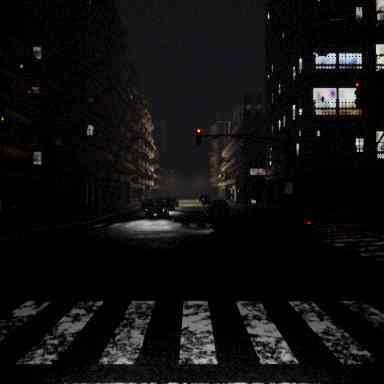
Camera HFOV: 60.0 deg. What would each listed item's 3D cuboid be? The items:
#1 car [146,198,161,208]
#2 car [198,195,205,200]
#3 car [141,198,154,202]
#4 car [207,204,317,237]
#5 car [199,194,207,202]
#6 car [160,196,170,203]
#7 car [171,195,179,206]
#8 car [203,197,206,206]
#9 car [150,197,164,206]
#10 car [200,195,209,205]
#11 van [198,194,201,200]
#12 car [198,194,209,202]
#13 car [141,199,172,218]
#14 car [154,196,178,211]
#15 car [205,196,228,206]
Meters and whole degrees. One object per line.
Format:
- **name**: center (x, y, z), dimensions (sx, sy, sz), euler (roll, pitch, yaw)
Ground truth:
- **car**: center (-5.720, 1.594, 49.651), dimensions (1.802, 1.307, 4.206), euler (0, 0, 0)
- **car**: center (2.631, 1.586, 93.929), dimensions (1.887, 1.381, 4.507), euler (0, 0, 0)
- **car**: center (-5.717, 1.561, 44.116), dimensions (2.008, 1.369, 4.403), euler (0, 0, 0)
- **car**: center (3.775, 1.535, 17.704), dimensions (5.357, 1.411, 2.033), euler (-1, 0, 27)
- **car**: center (2.653, 1.599, 60.724), dimensions (1.802, 1.307, 4.206), euler (0, 0, 0)
- **car**: center (-5.735, 1.569, 71.787), dimensions (1.887, 1.381, 4.507), euler (0, 0, 0)
- **car**: center (-3.122, 1.364, 50.217), dimensions (2.097, 1.767, 4.553), euler (0, 0, 0)
- **car**: center (2.667, 1.559, 38.587), dimensions (2.008, 1.369, 4.403), euler (0, 0, 0)
- **car**: center (-5.724, 1.580, 55.186), dimensions (1.947, 1.339, 4.313), euler (0, 0, 0)
- **car**: center (2.657, 1.596, 55.190), dimensions (1.802, 1.307, 4.206), euler (0, 0, 0)
- **van**: center (2.650, 1.362, 66.259), dimensions (1.690, 1.788, 3.998), euler (0, 0, 0)
- **car**: center (2.643, 1.344, 77.327), dimensions (2.192, 1.841, 5.009), euler (0, 0, 0)
- **car**: center (-3.118, 1.606, 30.419), dimensions (1.895, 1.301, 4.718), euler (0, 0, 0)
- **car**: center (-3.115, 1.573, 40.353), dimensions (1.994, 1.385, 4.181), euler (0, 0, 1)
- **car**: center (2.671, 1.447, 33.053), dimensions (1.967, 1.590, 4.097), euler (0, 0, 0)
